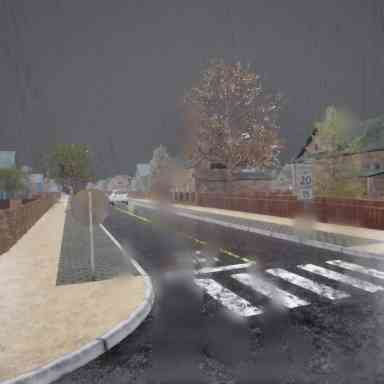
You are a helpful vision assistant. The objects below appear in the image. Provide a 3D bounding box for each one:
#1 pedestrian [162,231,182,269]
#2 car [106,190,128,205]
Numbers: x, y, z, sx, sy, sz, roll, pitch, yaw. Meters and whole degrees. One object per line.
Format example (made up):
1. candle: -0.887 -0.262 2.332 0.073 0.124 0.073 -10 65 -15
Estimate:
1. pedestrian: -0.528 1.609 9.318 0.500 1.100 0.500 -1 0 -20
2. car: -10.466 0.725 47.153 2.150 2.045 5.566 -2 1 -20
